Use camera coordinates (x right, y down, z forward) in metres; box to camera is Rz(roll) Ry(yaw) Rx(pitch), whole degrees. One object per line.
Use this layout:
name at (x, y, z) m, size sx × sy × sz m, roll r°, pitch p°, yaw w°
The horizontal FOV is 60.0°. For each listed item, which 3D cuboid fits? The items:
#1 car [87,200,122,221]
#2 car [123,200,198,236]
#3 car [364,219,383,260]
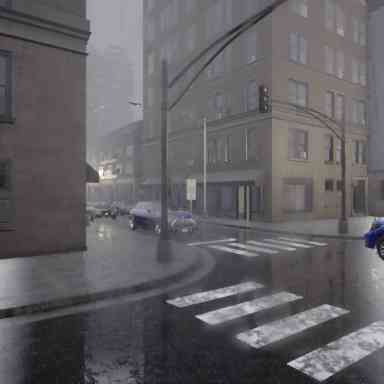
car at (-7.436, 1.428, 26.073) m, size 1.994 × 1.385 × 4.181 m, roll 0°, pitch 0°, yaw -35°
car at (-1.640, 1.269, 17.967) m, size 2.097 × 1.767 × 4.553 m, roll 0°, pitch 0°, yaw -36°
car at (8.039, 1.210, 9.510) m, size 2.150 × 2.045 × 5.566 m, roll 0°, pitch 0°, yaw -36°
